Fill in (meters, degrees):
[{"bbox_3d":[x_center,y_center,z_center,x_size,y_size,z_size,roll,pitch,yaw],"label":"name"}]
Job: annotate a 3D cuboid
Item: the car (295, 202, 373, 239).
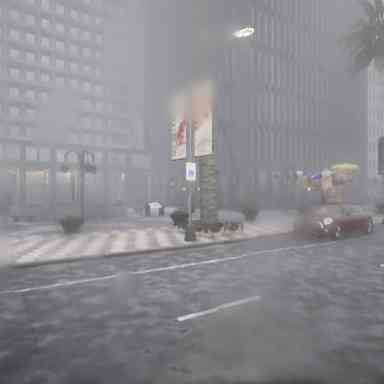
[{"bbox_3d":[7.406,1.350,17.282,4.553,1.767,2.185,0,0,-36],"label":"car"}]
